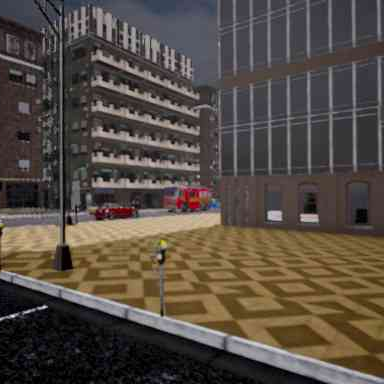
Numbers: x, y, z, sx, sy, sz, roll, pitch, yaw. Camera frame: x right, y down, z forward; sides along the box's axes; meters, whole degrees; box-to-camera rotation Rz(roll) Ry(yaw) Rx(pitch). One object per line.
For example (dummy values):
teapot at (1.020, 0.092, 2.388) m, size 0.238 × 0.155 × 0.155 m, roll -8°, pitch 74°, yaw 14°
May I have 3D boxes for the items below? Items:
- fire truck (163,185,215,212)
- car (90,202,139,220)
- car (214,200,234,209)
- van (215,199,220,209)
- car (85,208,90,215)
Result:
fire truck at (-0.533, 0.927, 48.525) m, size 2.891 × 3.827 × 8.468 m, roll -1°, pitch -1°, yaw 35°
car at (-6.667, 1.698, 29.931) m, size 1.967 × 1.590 × 4.097 m, roll -2°, pitch -2°, yaw 35°
car at (6.000, 2.288, 62.448) m, size 1.967 × 1.590 × 4.097 m, roll -2°, pitch -2°, yaw 35°
van at (2.753, 2.101, 57.827) m, size 1.690 × 1.788 × 3.998 m, roll -2°, pitch -2°, yaw 35°
car at (-10.325, 1.930, 39.187) m, size 1.752 × 1.417 × 4.829 m, roll -2°, pitch -2°, yaw 35°
